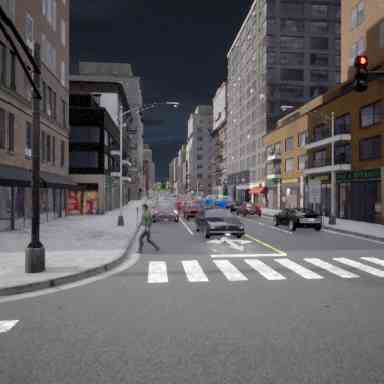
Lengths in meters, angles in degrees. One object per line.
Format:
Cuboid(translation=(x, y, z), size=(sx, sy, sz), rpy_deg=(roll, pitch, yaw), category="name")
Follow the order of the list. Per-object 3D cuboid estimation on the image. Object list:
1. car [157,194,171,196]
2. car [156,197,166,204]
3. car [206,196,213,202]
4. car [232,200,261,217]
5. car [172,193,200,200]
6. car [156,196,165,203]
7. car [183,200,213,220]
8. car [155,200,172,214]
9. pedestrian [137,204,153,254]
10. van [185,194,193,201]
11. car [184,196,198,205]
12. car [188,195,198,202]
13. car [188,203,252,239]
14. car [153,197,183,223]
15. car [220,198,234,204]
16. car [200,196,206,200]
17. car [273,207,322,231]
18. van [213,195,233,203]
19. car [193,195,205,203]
Cuboid(translation=(-4.846, 1.481, 52.889), size=(1.967, 1.590, 4.097), rpy_deg=(0, 0, -6), category="car")
Cuboid(translation=(-5.977, 1.612, 63.852), size=(2.008, 1.369, 4.403), rpy_deg=(0, 0, -6), category="car")
Cuboid(translation=(3.701, 1.618, 48.230), size=(2.008, 1.369, 4.403), rpy_deg=(0, 0, -6), category="car")
Cuboid(translation=(5.396, 1.629, 31.786), size=(1.802, 1.307, 4.206), rpy_deg=(0, 0, -6), category="car")
Cuboid(translation=(-0.772, 1.252, 38.371), size=(2.150, 2.045, 5.566), rpy_deg=(0, 0, -5), category="car")
Cuboid(translation=(-7.107, 1.626, 74.816), size=(1.887, 1.381, 4.507), rpy_deg=(0, 0, -6), category="car")
Cuboid(translation=(0.282, 1.621, 27.871), size=(1.895, 1.301, 4.718), rpy_deg=(0, 0, -6), category="car")
Cuboid(translation=(-3.152, 1.599, 36.444), size=(1.802, 1.307, 4.206), rpy_deg=(0, 0, -6), category="car")
Cuboid(translation=(-1.681, 1.288, 11.975), size=(0.375, 1.860, 0.375), rpy_deg=(0, 0, -6), category="pedestrian")
Cuboid(translation=(-0.818, 1.488, 92.085), size=(1.690, 1.788, 3.998), rpy_deg=(0, 0, -6), category="van")
Cuboid(translation=(-0.235, 1.572, 61.678), size=(2.128, 1.511, 4.902), rpy_deg=(0, 0, -6), category="car")
Cuboid(translation=(0.311, 1.568, 81.122), size=(1.967, 1.590, 4.097), rpy_deg=(0, 0, -6), category="car")
Cuboid(translation=(1.295, 1.561, 17.881), size=(2.033, 1.411, 5.357), rpy_deg=(0, 0, -8), category="car")
Cuboid(translation=(-2.021, 1.447, 25.481), size=(1.967, 1.590, 4.097), rpy_deg=(0, 0, -6), category="car")
Cuboid(translation=(4.831, 1.619, 37.267), size=(1.947, 1.339, 4.313), rpy_deg=(0, 0, -6), category="car")
Cuboid(translation=(0.803, 1.663, 51.630), size=(1.895, 1.301, 4.718), rpy_deg=(0, 0, -6), category="car")
Cuboid(translation=(6.526, 1.606, 20.821), size=(1.947, 1.339, 4.313), rpy_deg=(0, 0, -6), category="car")
Cuboid(translation=(4.267, 1.401, 42.749), size=(1.690, 1.788, 3.998), rpy_deg=(0, 0, -6), category="van")
Cuboid(translation=(1.441, 1.547, 70.157), size=(1.967, 1.590, 4.097), rpy_deg=(0, 0, -6), category="car")
